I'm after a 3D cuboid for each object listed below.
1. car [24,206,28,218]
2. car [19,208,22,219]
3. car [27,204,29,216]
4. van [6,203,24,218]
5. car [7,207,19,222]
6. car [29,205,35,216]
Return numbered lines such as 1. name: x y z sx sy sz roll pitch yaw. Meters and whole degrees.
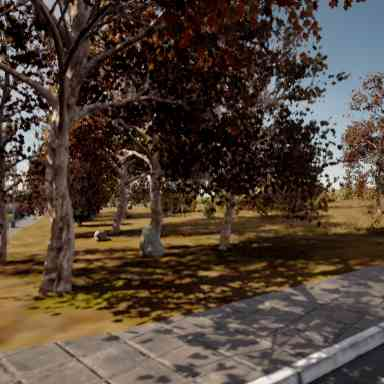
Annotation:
1. car: -25.783 3.019 45.609 4.792 1.488 2.163 4 -4 -40
2. car: -23.787 2.824 40.061 4.892 1.521 2.231 4 -4 -40
3. car: -26.834 2.944 48.340 4.553 1.767 2.185 4 -4 -40
4. van: -24.700 2.687 42.916 4.442 1.987 1.878 4 -4 -40
5. car: -22.907 2.730 37.179 5.366 1.575 1.946 4 -3 -40
6. car: -28.823 3.270 53.901 4.792 1.488 2.163 4 -4 -40
